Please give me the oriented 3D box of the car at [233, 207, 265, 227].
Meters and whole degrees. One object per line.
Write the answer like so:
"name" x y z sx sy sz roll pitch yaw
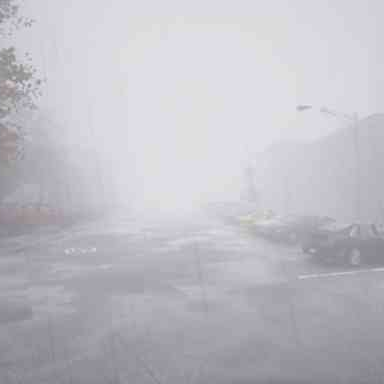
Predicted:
"car" 6.042 2.121 24.490 5.366 1.575 1.946 1 -2 -23

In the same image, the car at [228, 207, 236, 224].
"car" 5.721 2.226 27.340 4.674 1.452 2.002 1 -1 -23

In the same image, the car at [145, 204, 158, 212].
"car" -7.836 3.206 67.372 2.033 1.411 5.357 0 -2 -3

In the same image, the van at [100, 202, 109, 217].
"van" -12.953 2.260 41.023 4.442 1.987 1.878 0 -1 -23

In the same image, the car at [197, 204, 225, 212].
"car" 3.695 3.105 65.414 4.892 1.521 2.231 1 -2 -23

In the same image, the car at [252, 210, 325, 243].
"car" 6.191 1.989 18.554 4.892 1.521 2.231 1 -1 -23

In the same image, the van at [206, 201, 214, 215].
"van" 4.686 2.357 44.871 4.442 1.987 1.878 1 -1 -23

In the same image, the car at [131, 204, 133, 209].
"car" -13.941 3.036 61.645 4.674 1.452 2.002 0 -2 -23

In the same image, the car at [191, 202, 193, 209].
"car" 3.254 3.426 77.195 5.366 1.575 1.946 2 -2 -23

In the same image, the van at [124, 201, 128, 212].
"van" -13.523 2.618 55.821 4.442 1.987 1.878 0 -2 -23

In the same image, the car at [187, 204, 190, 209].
"car" 2.418 3.499 88.836 5.566 2.045 2.435 2 -2 -23

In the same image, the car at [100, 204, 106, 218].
"car" -12.718 2.447 38.116 4.792 1.488 2.163 0 -1 -23

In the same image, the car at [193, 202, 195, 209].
"car" 3.563 3.264 71.345 5.366 1.575 1.946 2 -2 -23

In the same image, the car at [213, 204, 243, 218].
"car" 5.259 2.385 36.130 4.892 1.521 2.231 1 -1 -23

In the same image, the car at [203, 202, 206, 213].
"car" 4.627 2.656 47.844 5.008 1.535 2.097 1 -2 -23

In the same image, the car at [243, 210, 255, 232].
"car" 6.031 2.094 21.481 4.674 1.452 2.002 1 -1 -23

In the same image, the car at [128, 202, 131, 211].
"car" -13.783 2.960 58.705 4.674 1.452 2.002 0 -2 -23

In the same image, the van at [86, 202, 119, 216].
"van" -13.423 2.471 49.844 4.442 1.987 1.878 0 -1 -23

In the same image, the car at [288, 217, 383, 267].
"car" 6.491 1.857 12.700 4.892 1.521 2.231 1 -2 -23

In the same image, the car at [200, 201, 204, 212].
"car" 4.295 2.673 53.695 4.553 1.767 2.185 1 -2 -23

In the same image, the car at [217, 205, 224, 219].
"car" 5.381 2.346 33.185 4.792 1.488 2.163 1 -1 -23

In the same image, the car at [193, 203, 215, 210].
"car" 2.951 3.536 80.065 4.792 1.488 2.163 2 -2 -23

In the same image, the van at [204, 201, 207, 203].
"van" 4.586 2.505 50.828 4.442 1.987 1.878 1 -2 -23

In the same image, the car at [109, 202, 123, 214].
"car" -12.988 2.621 47.022 5.366 1.575 1.946 0 -2 -23

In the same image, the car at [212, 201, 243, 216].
"car" 5.130 2.325 39.069 4.553 1.767 2.185 1 -1 -23

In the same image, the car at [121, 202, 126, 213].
"car" -13.465 2.808 52.822 4.674 1.452 2.002 0 -1 -23

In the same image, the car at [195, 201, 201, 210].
"car" 4.041 2.699 59.578 5.566 2.045 2.435 1 -2 -23

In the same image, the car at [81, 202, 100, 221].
"car" -12.510 2.225 35.205 4.553 1.767 2.185 0 -1 -23

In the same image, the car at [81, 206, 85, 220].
"car" -12.250 2.248 29.296 4.792 1.488 2.163 0 -1 -23

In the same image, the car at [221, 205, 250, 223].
"car" 5.574 2.253 30.267 4.892 1.521 2.231 1 -1 -23

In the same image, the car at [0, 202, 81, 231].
"car" -12.048 1.901 26.392 5.566 2.045 2.435 0 -2 -23

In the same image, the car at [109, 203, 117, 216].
"car" -12.995 2.555 44.008 4.892 1.521 2.231 0 -1 -23
